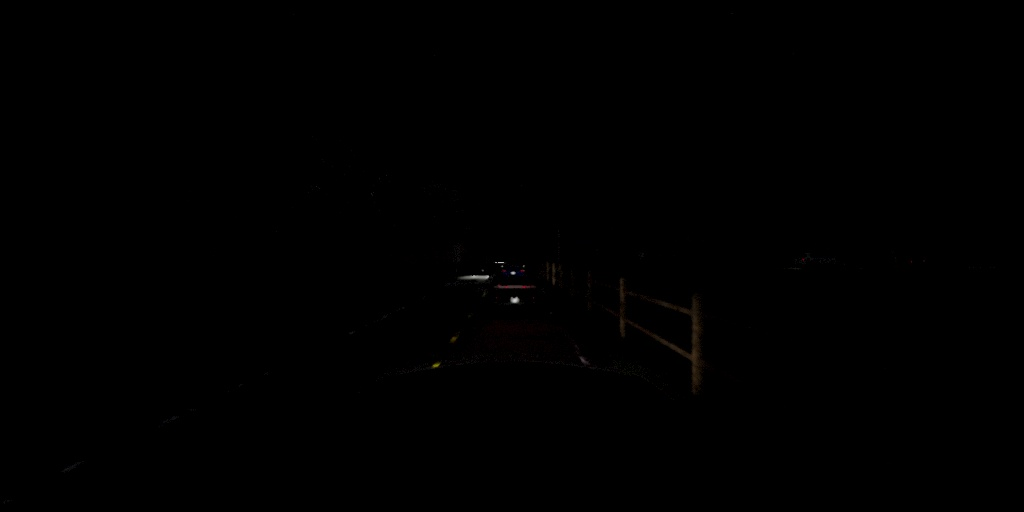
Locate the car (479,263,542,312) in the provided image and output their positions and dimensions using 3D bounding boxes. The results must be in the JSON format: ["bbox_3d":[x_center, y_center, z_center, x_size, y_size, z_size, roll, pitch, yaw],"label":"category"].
[{"bbox_3d":[0.092,1.203,13.881,2.128,1.511,4.902,0,0,0],"label":"car"}]

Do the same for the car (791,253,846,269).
[{"bbox_3d":[39.478,0.613,46.115,5.566,2.045,2.150,0,0,-1],"label":"car"}]

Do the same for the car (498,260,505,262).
[{"bbox_3d":[0.086,1.218,28.342,1.994,1.385,4.181,0,0,0],"label":"car"}]

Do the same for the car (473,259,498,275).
[{"bbox_3d":[-2.767,1.189,35.981,1.994,1.385,4.181,0,0,0],"label":"car"}]
